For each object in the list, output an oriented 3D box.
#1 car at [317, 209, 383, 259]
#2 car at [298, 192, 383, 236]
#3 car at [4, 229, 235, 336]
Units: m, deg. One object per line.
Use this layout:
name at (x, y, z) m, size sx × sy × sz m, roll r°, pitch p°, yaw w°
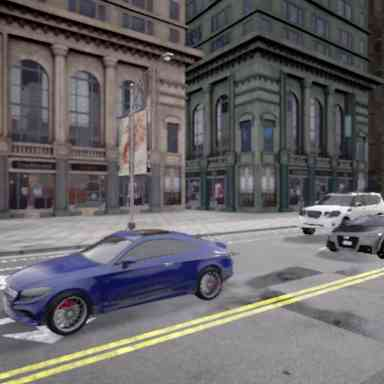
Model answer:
car at (6.971, 1.570, 12.637) m, size 4.181 × 1.385 × 1.994 m, roll 0°, pitch 0°, yaw -36°
car at (7.909, 1.038, 17.194) m, size 5.566 × 2.045 × 2.150 m, roll 0°, pitch 0°, yaw -36°
car at (-1.174, 1.527, 6.822) m, size 4.674 × 1.442 × 1.812 m, roll 0°, pitch 0°, yaw -36°
